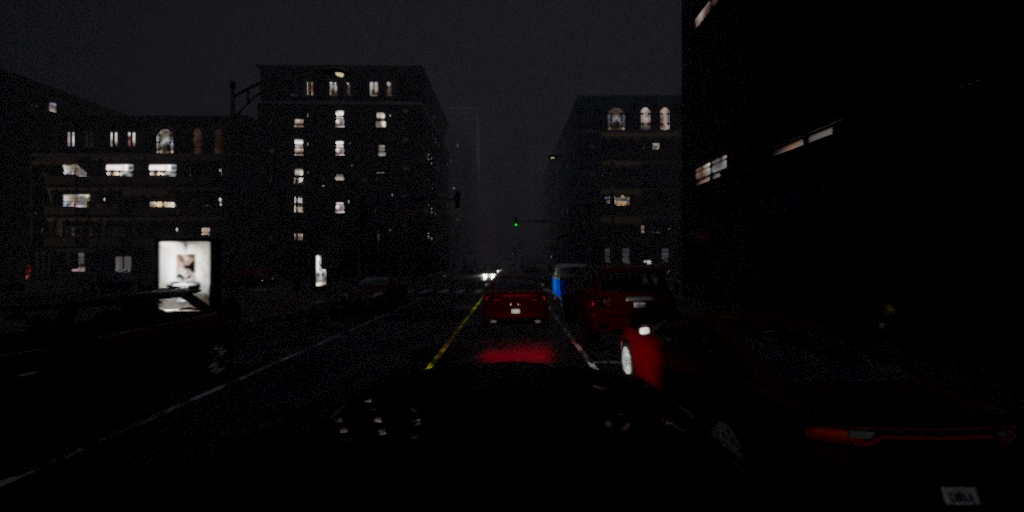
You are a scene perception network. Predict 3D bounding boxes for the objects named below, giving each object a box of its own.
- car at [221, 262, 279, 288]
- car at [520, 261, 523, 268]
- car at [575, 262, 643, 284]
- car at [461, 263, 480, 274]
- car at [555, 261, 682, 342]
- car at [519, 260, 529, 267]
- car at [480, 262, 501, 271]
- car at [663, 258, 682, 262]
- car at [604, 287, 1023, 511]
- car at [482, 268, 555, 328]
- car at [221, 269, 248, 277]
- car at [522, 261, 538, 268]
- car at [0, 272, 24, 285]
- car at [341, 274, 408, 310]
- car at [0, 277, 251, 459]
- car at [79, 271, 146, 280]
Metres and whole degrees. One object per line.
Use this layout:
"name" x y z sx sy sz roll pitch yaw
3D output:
"car" -22.044 1.512 28.897 5.566 2.045 2.150 -1 0 0
"car" 2.650 1.757 53.343 1.948 1.339 4.313 0 0 0
"car" 7.790 1.384 28.935 4.892 1.490 1.837 -2 -3 -12
"car" -5.727 1.709 47.825 1.948 1.339 4.313 0 0 0
"car" 2.684 1.133 9.899 2.192 1.841 5.009 0 0 0
"car" 2.641 1.836 64.389 1.888 1.381 4.507 0 0 0
"car" -3.119 1.655 50.259 2.128 1.511 4.902 0 0 0
"car" 16.552 1.223 32.411 4.902 1.511 2.128 -1 0 0
"car" 2.688 1.317 4.371 1.888 1.381 4.507 0 0 0
"car" 0.092 1.312 11.806 1.882 1.535 5.008 0 -1 0
"car" -22.412 1.845 26.174 4.403 1.370 2.007 0 0 0
"car" 2.654 1.724 47.820 1.802 1.307 4.207 0 0 0
"car" -38.410 2.073 26.090 4.507 1.381 1.888 0 0 0
"car" -5.702 1.447 15.421 1.802 1.307 4.207 0 0 0
"car" -5.693 1.212 4.366 1.967 1.591 4.097 0 0 0
"car" -27.981 1.926 26.129 4.403 1.370 2.007 0 0 0
